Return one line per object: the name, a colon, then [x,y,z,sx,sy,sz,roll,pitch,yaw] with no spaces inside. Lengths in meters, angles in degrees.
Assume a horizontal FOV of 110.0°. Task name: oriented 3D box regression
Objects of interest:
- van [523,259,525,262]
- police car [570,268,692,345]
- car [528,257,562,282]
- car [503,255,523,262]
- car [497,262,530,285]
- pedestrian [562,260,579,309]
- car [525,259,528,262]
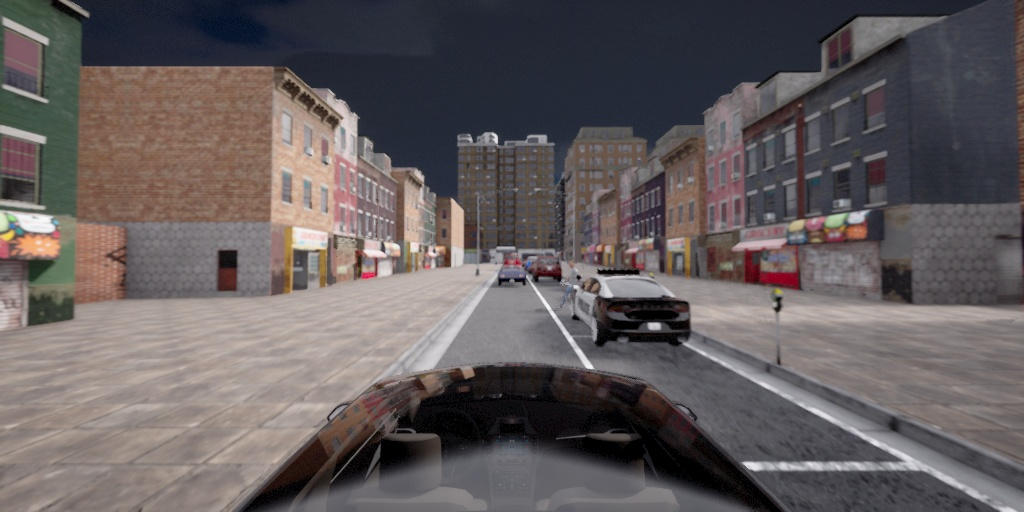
van: [2.628,0.982,44.050,1.690,1.789,3.998,0,0,0]
police car: [2.748,1.141,9.501,1.930,1.638,5.238,0,0,0]
car: [2.632,0.975,27.737,2.192,1.841,5.009,0,0,0]
car: [0.030,0.879,44.970,2.150,2.045,5.566,0,0,1]
car: [0.011,1.273,24.831,1.895,1.301,4.718,0,0,0]
pedestrian: [2.079,0.998,12.531,0.375,1.860,0.375,1,-1,0]
car: [2.629,1.226,38.613,1.802,1.307,4.207,0,0,0]
